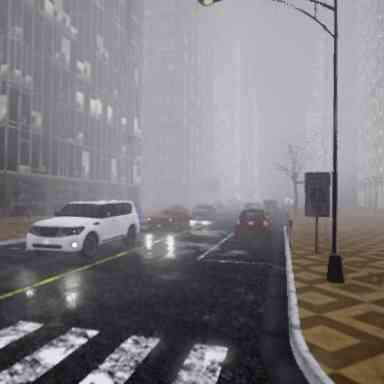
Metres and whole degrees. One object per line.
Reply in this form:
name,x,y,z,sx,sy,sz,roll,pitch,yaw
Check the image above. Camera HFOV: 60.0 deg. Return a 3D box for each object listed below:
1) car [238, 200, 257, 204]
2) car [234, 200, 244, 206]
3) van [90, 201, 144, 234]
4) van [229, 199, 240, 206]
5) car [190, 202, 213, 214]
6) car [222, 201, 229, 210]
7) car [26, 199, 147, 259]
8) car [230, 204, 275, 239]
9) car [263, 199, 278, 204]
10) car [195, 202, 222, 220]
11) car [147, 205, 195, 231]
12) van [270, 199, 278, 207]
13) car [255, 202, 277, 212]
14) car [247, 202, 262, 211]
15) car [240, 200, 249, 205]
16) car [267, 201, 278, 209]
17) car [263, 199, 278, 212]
car,7.806,2.141,45.329,1.812,1.442,4.674,0,-1,15
car,11.651,2.666,81.871,1.947,1.339,4.313,1,-1,15
van,-4.727,1.537,21.484,1.690,1.788,3.998,1,-1,15
van,8.698,2.276,70.887,1.690,1.788,3.998,1,-1,15
car,1.299,2.090,43.419,1.947,1.339,4.313,1,-1,15
car,4.257,2.254,54.406,1.947,1.339,4.313,1,-1,15
car,-4.062,1.328,13.552,2.150,2.045,5.566,0,-1,15
car,3.593,1.695,19.222,1.967,1.590,4.097,1,-1,15
car,10.870,1.979,46.717,2.192,1.841,5.009,1,-1,15
car,1.218,1.946,33.140,2.033,1.411,5.357,0,-1,15
car,-1.488,1.850,23.116,1.895,1.301,4.718,0,-1,15
van,18.263,2.416,74.181,1.690,1.788,3.998,1,-1,15
car,7.908,2.082,35.729,1.802,1.307,4.206,1,-1,15
car,10.351,2.321,54.808,1.994,1.385,4.181,0,-1,15
car,14.608,2.817,92.857,2.008,1.369,4.403,1,-1,15
car,15.346,2.438,63.357,1.752,1.417,4.829,1,-1,15
car,12.349,2.061,52.210,2.192,1.841,5.009,1,-1,15
